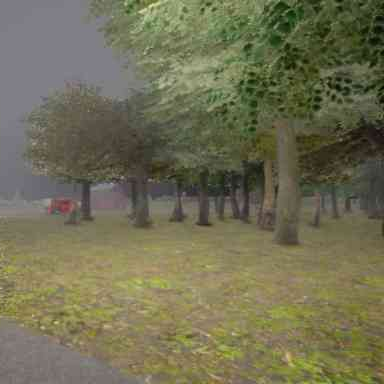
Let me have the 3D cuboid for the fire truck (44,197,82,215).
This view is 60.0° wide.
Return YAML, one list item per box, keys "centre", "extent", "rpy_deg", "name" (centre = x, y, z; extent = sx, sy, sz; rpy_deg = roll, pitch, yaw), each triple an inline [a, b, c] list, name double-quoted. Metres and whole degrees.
- centre: [-28.680, 3.108, 75.012]
  extent: [2.891, 3.827, 8.468]
  rpy_deg: [-2, -3, 39]
  name: "fire truck"
